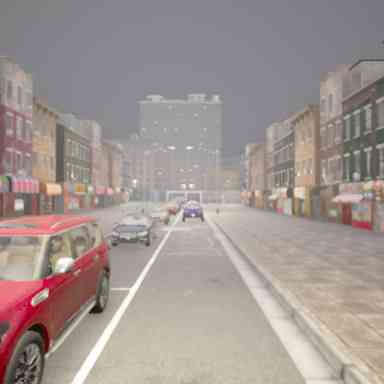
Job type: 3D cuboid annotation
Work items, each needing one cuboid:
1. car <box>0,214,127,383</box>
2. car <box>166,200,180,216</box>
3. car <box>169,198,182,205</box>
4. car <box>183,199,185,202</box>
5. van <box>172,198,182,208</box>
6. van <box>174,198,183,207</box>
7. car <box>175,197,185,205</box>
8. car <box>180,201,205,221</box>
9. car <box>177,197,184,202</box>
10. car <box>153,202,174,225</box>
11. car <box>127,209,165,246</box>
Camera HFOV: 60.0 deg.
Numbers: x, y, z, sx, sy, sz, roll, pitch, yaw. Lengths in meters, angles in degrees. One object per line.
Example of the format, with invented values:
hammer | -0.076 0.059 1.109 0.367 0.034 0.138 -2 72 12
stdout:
car | -2.634 1.364 5.046 2.192 1.841 5.009 0 -1 0
car | -2.637 1.924 37.708 1.887 1.381 4.507 0 -1 0
car | -2.637 1.875 43.153 1.967 1.590 4.097 0 -1 0
car | 0.084 1.994 46.513 1.812 1.442 4.674 0 -1 0
van | -2.637 1.937 59.486 1.690 1.788 3.998 0 -1 0
van | -2.637 1.990 64.930 1.690 1.788 3.998 0 -1 0
car | -2.637 2.065 75.818 2.192 1.841 5.009 0 -1 0
car | 0.098 1.831 30.610 1.812 1.442 4.674 0 -1 0
car | -2.637 1.804 48.598 2.192 1.841 5.009 0 -1 0
car | -2.637 1.789 26.650 1.752 1.417 4.829 0 -1 0
car | -2.636 1.706 15.933 2.008 1.369 4.403 0 -1 0
